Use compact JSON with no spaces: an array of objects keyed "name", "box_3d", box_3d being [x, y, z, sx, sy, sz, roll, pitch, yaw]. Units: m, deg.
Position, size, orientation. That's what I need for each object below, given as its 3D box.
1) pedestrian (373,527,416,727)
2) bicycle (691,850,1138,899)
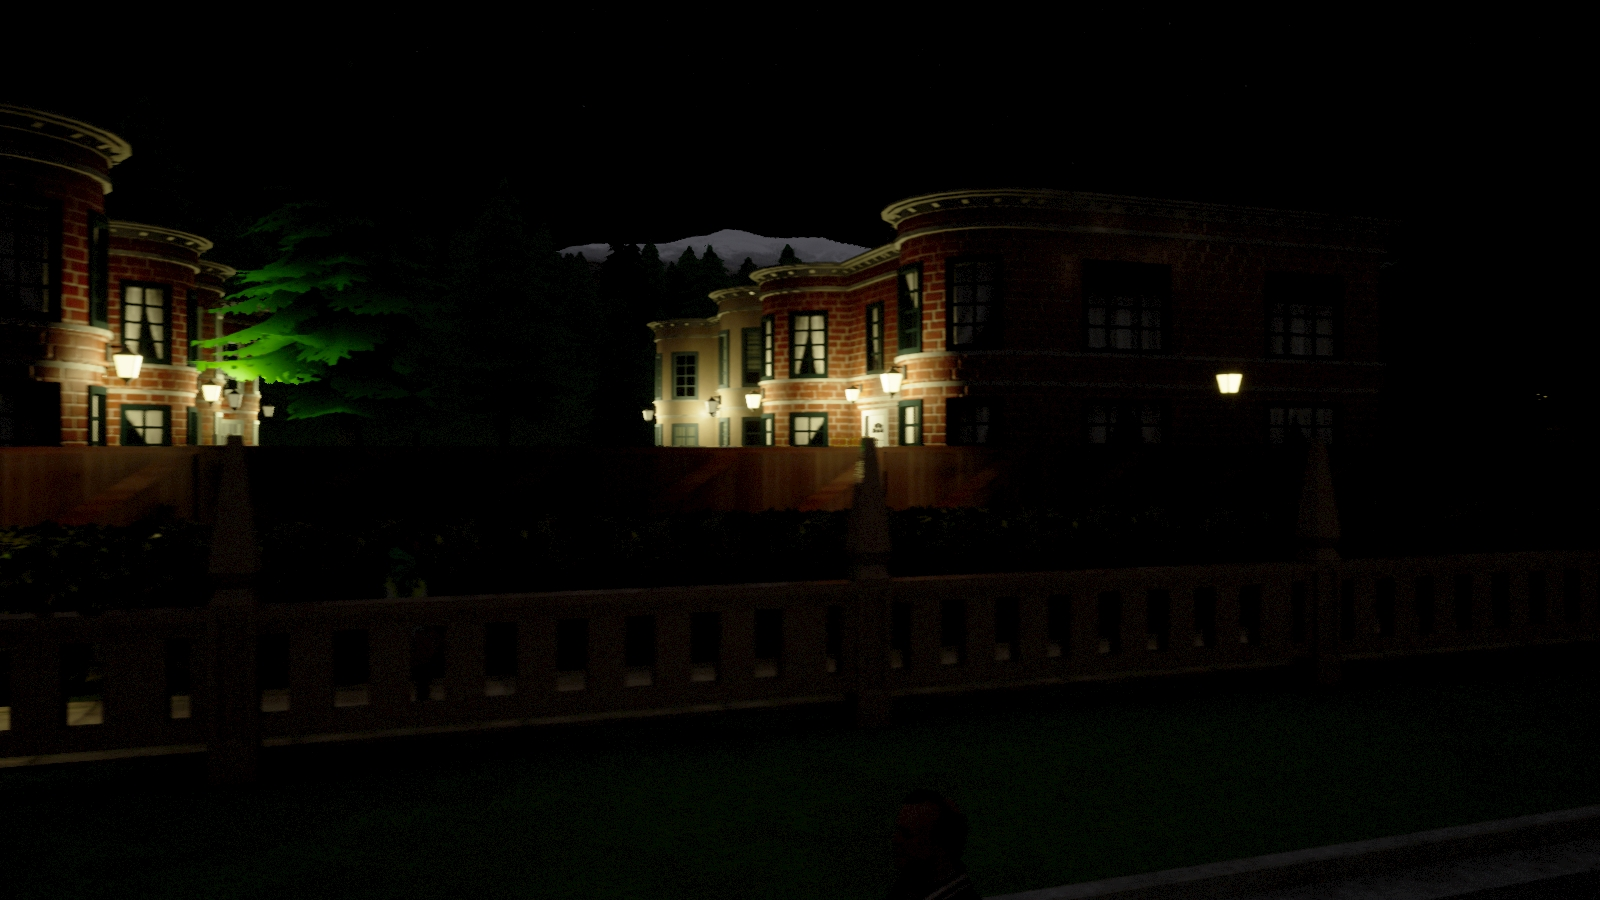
[{"name":"pedestrian","box_3d":[-3.932,1.696,11.077,0.375,1.860,0.375,0,0,-23]},{"name":"bicycle","box_3d":[0.109,2.059,3.333,1.835,1.471,0.329,1,0,-20]}]
